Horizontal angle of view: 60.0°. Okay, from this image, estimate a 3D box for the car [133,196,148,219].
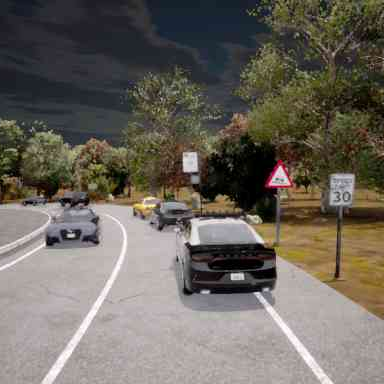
[{"bbox_3d":[-3.229,1.077,25.006,1.801,1.575,5.366,-2,1,-20],"label":"car"}]

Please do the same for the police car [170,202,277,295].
[{"bbox_3d":[0.581,1.309,8.686,1.930,1.638,5.238,-1,1,-6],"label":"police car"}]

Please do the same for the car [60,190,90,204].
[{"bbox_3d":[-15.431,0.864,43.647,2.150,2.045,5.566,-5,3,-41],"label":"car"}]

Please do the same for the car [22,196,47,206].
[{"bbox_3d":[-25.160,1.395,53.035,4.902,1.511,2.128,-2,3,34],"label":"car"}]

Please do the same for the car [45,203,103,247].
[{"bbox_3d":[-4.940,1.424,14.380,1.994,1.385,4.181,-1,1,-12],"label":"car"}]

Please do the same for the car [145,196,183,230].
[{"bbox_3d":[-1.263,1.216,18.854,1.837,1.490,4.892,-2,1,-15],"label":"car"}]
